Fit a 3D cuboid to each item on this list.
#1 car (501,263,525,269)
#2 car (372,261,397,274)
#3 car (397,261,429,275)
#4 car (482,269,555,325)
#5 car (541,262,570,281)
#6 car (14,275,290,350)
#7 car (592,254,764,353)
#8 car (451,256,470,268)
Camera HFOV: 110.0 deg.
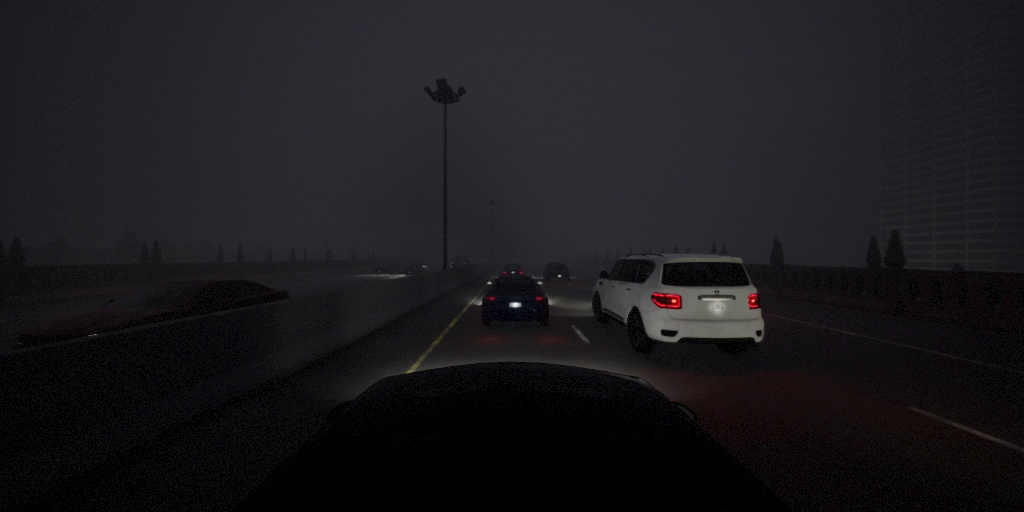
[{"bbox_3d":[0.085,1.296,29.550,2.033,1.411,5.357,0,0,0],"label":"car"},{"bbox_3d":[-14.114,1.297,40.787,2.033,1.411,5.357,0,0,0],"label":"car"},{"bbox_3d":[-10.608,1.297,39.734,2.033,1.411,5.357,0,0,0],"label":"car"},{"bbox_3d":[0.094,1.313,11.859,1.994,1.385,4.181,0,0,0],"label":"car"},{"bbox_3d":[3.585,1.253,29.425,1.837,1.490,4.892,0,0,0],"label":"car"},{"bbox_3d":[-7.103,1.228,7.909,1.882,1.535,5.008,0,0,0],"label":"car"},{"bbox_3d":[3.596,0.971,8.966,2.150,2.045,5.566,0,0,0],"label":"car"},{"bbox_3d":[-7.101,0.974,50.052,2.150,2.045,5.566,0,0,0],"label":"car"}]
